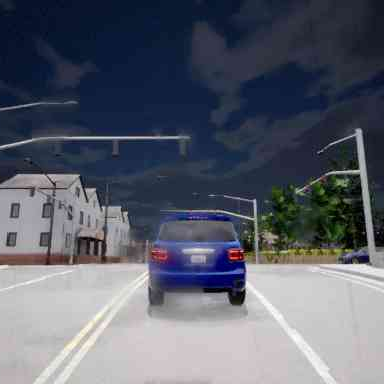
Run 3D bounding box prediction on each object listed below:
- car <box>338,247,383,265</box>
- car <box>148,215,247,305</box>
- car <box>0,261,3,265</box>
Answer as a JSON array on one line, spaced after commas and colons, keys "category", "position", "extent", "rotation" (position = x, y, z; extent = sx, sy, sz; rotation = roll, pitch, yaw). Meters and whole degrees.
[{"category": "car", "position": [15.416, 5.657, 29.599], "extent": [4.553, 1.767, 2.097], "rotation": [0, -12, 1]}, {"category": "car", "position": [0.075, 1.760, 9.290], "extent": [2.150, 2.045, 5.566], "rotation": [0, -7, -1]}, {"category": "car", "position": [-19.449, 6.918, 29.663], "extent": [4.892, 1.490, 1.837], "rotation": [-9, -12, -1]}]
